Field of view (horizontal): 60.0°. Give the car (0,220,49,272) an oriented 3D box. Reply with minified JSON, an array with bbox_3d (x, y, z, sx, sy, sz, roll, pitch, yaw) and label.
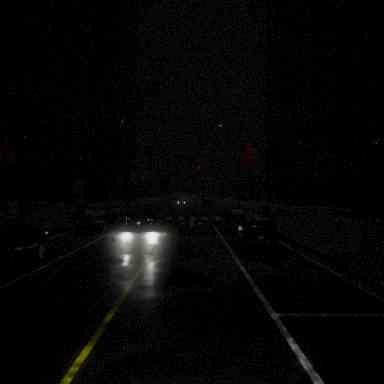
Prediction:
[{"bbox_3d":[-5.763,1.569,9.615,1.887,1.381,4.507,0,0,0],"label":"car"}]

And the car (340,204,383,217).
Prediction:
[{"bbox_3d":[19.050,2.007,36.014,5.357,1.411,2.033,1,0,0],"label":"car"}]

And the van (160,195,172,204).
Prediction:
[{"bbox_3d":[-5.534,1.531,68.272,1.690,1.788,3.998,0,0,1],"label":"van"}]

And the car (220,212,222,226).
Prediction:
[{"bbox_3d":[2.760,1.604,20.502,2.008,1.369,4.403,0,0,0],"label":"car"}]

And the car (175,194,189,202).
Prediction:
[{"bbox_3d":[-2.615,1.468,86.093,2.150,2.045,5.566,0,0,1],"label":"car"}]

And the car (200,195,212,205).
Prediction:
[{"bbox_3d":[2.941,1.724,62.685,2.008,1.369,4.403,0,0,1],"label":"car"}]

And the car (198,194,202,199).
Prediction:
[{"bbox_3d":[3.039,1.757,73.710,2.008,1.369,4.403,0,0,1],"label":"car"}]

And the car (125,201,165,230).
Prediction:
[{"bbox_3d":[-3.051,1.562,21.497,1.837,1.490,4.892,0,-1,0],"label":"car"}]

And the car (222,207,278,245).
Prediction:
[{"bbox_3d":[2.761,1.590,15.510,2.008,1.369,4.403,0,0,0],"label":"car"}]

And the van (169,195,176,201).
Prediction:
[{"bbox_3d":[-5.338,1.598,90.321,1.690,1.788,3.998,0,0,1],"label":"van"}]

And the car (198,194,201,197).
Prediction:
[{"bbox_3d":[3.089,1.538,79.224,2.192,1.841,5.009,0,0,1],"label":"car"}]

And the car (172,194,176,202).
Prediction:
[{"bbox_3d":[-5.437,1.789,79.295,1.947,1.339,4.313,0,0,1],"label":"car"}]

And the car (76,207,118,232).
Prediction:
[{"bbox_3d":[-5.765,1.603,20.504,2.008,1.369,4.403,0,0,0],"label":"car"}]
